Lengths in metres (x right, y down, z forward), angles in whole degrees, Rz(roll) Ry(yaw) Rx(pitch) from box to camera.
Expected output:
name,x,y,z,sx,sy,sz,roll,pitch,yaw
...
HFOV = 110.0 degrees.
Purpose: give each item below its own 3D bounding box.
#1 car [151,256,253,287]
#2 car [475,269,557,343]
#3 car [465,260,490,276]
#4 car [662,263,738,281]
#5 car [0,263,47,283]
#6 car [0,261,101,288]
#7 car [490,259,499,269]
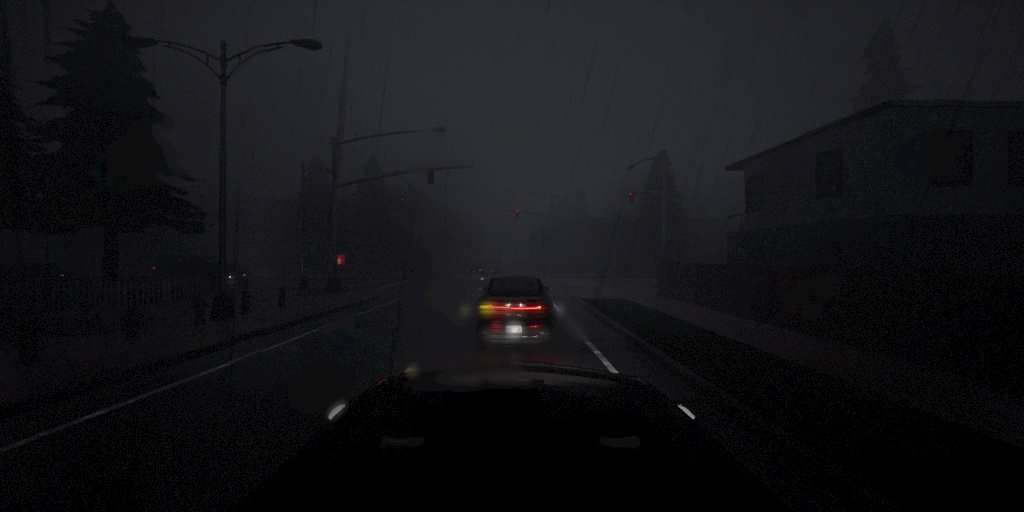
name,x,y,z,sx,sy,sz,roll,pitch,yaw
car,-20.664,0.987,24.009,5.566,2.045,2.150,0,0,-1
car,0.093,1.255,9.698,1.837,1.490,4.892,0,0,0
car,-3.616,1.255,36.755,1.837,1.490,4.892,0,0,1
car,15.604,1.278,29.882,5.357,1.411,2.033,0,0,-6
car,-38.872,1.291,27.201,4.674,1.442,1.812,0,0,-2
car,-31.102,1.257,23.733,4.902,1.511,2.128,0,0,-1
car,-3.473,1.297,53.919,2.033,1.411,5.357,0,0,0
